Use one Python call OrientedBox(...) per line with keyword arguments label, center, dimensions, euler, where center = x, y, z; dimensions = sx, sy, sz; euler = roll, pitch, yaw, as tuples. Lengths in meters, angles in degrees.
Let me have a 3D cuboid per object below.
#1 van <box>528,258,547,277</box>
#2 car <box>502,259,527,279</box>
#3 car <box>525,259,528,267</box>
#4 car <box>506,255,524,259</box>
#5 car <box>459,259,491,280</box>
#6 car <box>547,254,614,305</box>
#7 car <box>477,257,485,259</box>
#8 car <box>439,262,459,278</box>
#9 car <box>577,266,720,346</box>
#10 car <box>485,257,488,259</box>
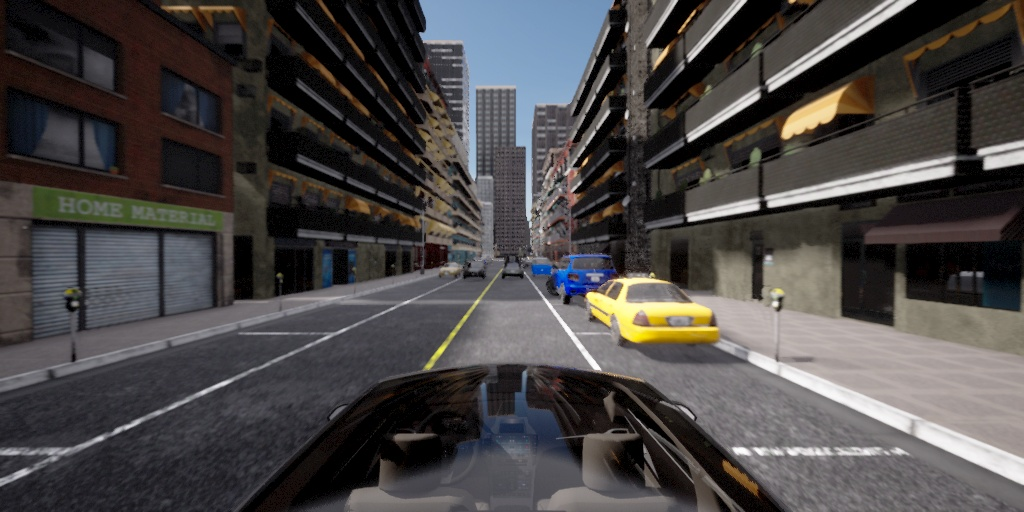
OrientedBox(label="van", center=(2.690, 1.049, 33.785), dimensions=(1.690, 1.789, 3.998), euler=(0, 0, 0))
OrientedBox(label="car", center=(0.068, 1.273, 32.482), dimensions=(1.994, 1.385, 4.181), euler=(0, 0, 0))
OrientedBox(label="car", center=(2.691, 1.235, 55.878), dimensions=(2.007, 1.370, 4.403), euler=(0, 0, 0))
OrientedBox(label="car", center=(0.073, 0.918, 47.150), dimensions=(2.150, 2.045, 5.566), euler=(0, 0, 1))
OrientedBox(label="car", center=(-3.092, 1.217, 30.911), dimensions=(1.837, 1.490, 4.892), euler=(0, 0, 0))
OrientedBox(label="car", center=(3.093, 0.951, 16.185), dimensions=(2.150, 2.045, 5.566), euler=(0, 0, -1))
OrientedBox(label="car", center=(-5.690, 1.230, 55.891), dimensions=(1.888, 1.381, 4.507), euler=(0, 0, 0))
OrientedBox(label="car", center=(-5.692, 1.234, 33.628), dimensions=(1.751, 1.417, 4.829), euler=(0, 0, 0))
OrientedBox(label="car", center=(3.150, 1.196, 9.307), dimensions=(1.801, 1.575, 5.366), euler=(0, 0, 0))
OrientedBox(label="car", center=(-5.690, 1.225, 61.415), dimensions=(1.888, 1.381, 4.507), euler=(0, 0, 0))
